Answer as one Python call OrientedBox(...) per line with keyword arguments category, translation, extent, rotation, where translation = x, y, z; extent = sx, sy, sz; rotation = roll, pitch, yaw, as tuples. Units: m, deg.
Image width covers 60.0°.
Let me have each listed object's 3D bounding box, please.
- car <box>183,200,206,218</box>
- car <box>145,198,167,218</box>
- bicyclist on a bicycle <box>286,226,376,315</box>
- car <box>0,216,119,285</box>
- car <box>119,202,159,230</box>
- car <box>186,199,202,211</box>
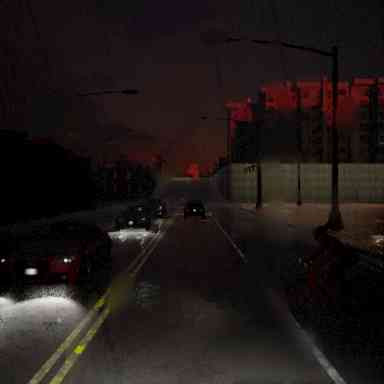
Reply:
OrientedBox(category="car", translation=(0.227, 1.547, 29.601), extent=(2.033, 1.411, 5.357), rotation=(0, 0, 0))
OrientedBox(category="car", translation=(-3.429, 1.351, 29.490), extent=(2.097, 1.767, 4.553), rotation=(0, 0, 1))
OrientedBox(category="bicyclist on a bicycle", translation=(2.533, 1.452, 6.103), extent=(1.656, 1.620, 0.582), rotation=(-2, 0, 0))
OrientedBox(category="car", translation=(-3.560, 1.562, 9.318), extent=(1.994, 1.385, 4.181), rotation=(0, 0, 0))
OrientedBox(category="car", translation=(-3.438, 1.564, 20.777), extent=(1.994, 1.385, 4.181), rotation=(0, 0, 1))
OrientedBox(category="car", translation=(0.278, 1.599, 41.696), extent=(1.895, 1.301, 4.718), rotation=(0, 0, 0))
